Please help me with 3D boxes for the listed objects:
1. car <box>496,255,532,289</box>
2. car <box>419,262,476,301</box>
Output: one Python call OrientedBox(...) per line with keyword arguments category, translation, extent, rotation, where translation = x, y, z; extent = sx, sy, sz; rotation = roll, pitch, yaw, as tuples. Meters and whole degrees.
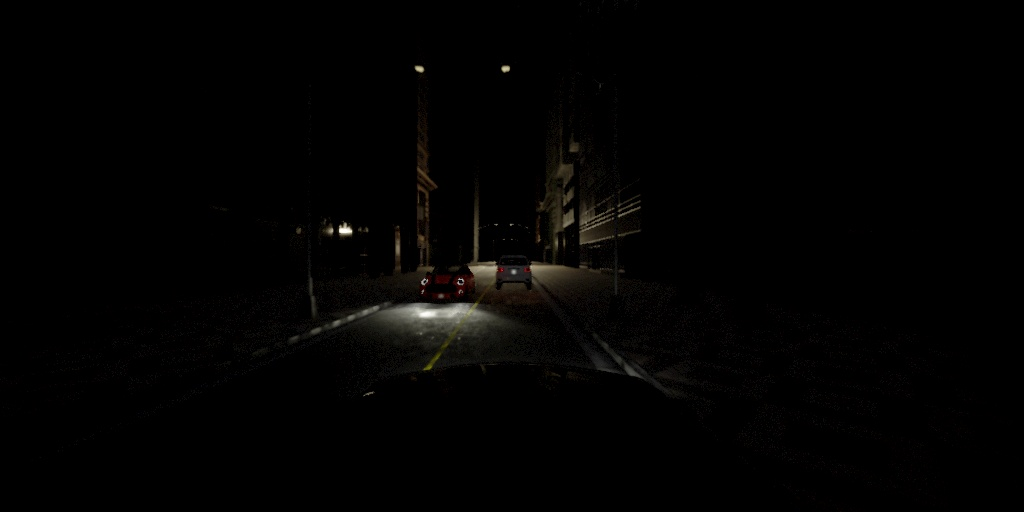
OrientedBox(category="car", translation=(0.107, 0.984, 23.493), extent=(2.150, 2.045, 5.566), rotation=(0, 0, 0))
OrientedBox(category="car", translation=(-3.004, 1.108, 17.464), extent=(2.097, 1.767, 4.553), rotation=(0, 0, 0))
